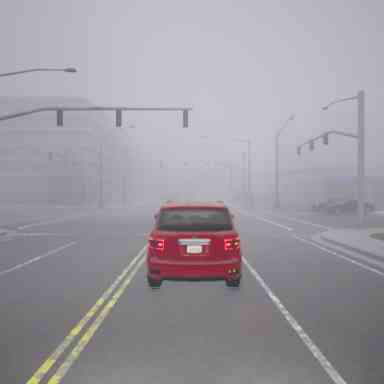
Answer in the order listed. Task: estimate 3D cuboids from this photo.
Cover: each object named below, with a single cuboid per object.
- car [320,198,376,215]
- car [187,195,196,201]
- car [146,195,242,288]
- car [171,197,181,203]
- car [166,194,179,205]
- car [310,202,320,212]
[{"bbox_3d":[16.564,1.559,35.020,5.008,1.535,1.882,0,0,0],"label":"car"},{"bbox_3d":[-0.113,1.532,82.845,2.128,1.511,4.902,0,0,0],"label":"car"},{"bbox_3d":[0.062,1.245,9.445,2.150,2.045,5.566,0,0,0],"label":"car"},{"bbox_3d":[-3.601,1.724,74.034,1.994,1.385,4.181,0,0,0],"label":"car"},{"bbox_3d":[-3.637,1.370,64.168,2.150,2.045,5.566,0,0,0],"label":"car"},{"bbox_3d":[16.106,1.441,38.527,4.553,1.767,2.097,0,0,0],"label":"car"}]
